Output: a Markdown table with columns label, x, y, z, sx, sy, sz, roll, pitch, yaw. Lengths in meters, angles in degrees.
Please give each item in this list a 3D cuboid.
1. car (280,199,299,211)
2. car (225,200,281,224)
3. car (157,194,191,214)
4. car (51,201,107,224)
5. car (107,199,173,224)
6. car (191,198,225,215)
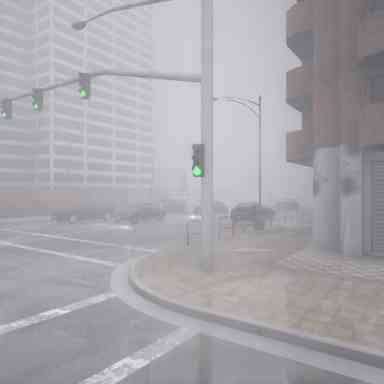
| label | x | y | z | sx | sy | sz | roll | pitch | yaw |
| --- | --- | --- | --- | --- | --- | --- | --- | --- | --- |
| car | 11.648 | 1.526 | 40.701 | 1.812 | 1.442 | 4.674 | 0 | 0 | 35 |
| car | 4.646 | 1.504 | 24.711 | 1.837 | 1.490 | 4.892 | 0 | 0 | 35 |
| car | -2.541 | 1.352 | 33.063 | 2.097 | 1.767 | 4.553 | 0 | 0 | 35 |
| car | -8.118 | 1.478 | 25.195 | 1.882 | 1.535 | 5.008 | 0 | 0 | 35 |
| car | -3.817 | 1.526 | 25.182 | 1.812 | 1.442 | 4.674 | 0 | 0 | 35 |
| car | 1.881 | 1.564 | 33.234 | 1.994 | 1.385 | 4.181 | 0 | 0 | 36 |
